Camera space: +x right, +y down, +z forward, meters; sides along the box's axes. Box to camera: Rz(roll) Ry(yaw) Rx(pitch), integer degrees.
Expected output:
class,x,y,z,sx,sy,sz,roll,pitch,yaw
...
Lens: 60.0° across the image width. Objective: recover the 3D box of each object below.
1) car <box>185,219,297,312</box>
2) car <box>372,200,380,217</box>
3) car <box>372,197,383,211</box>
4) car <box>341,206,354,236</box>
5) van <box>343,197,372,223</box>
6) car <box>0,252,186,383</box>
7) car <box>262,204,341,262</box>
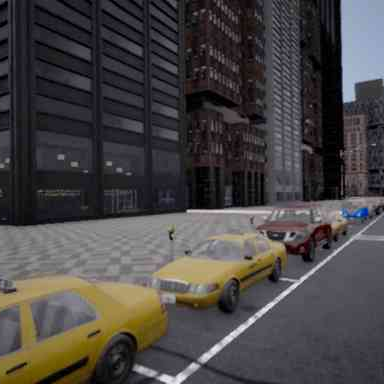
class,x,y,z,sx,sy,sz,roll,pitch,yaw
car,0.890,1.617,8.054,1.752,1.417,4.829,-1,-1,33
car,16.380,1.746,31.826,2.008,1.369,4.403,-2,-1,33
car,19.456,1.533,36.555,2.192,1.841,5.009,-2,-1,33
car,7.049,1.656,17.506,1.752,1.417,4.829,-1,-1,33
van,13.297,1.515,27.103,1.690,1.788,3.998,-1,-1,33
car,-2.190,1.599,3.328,1.752,1.417,4.829,-1,-1,33
car,4.059,1.427,12.926,2.192,1.841,5.009,-1,-1,33
